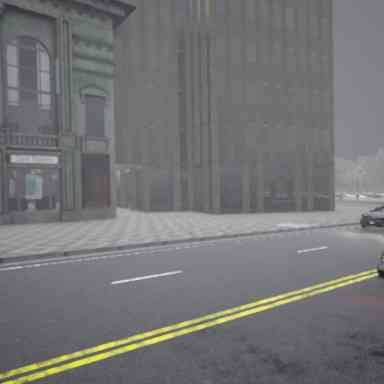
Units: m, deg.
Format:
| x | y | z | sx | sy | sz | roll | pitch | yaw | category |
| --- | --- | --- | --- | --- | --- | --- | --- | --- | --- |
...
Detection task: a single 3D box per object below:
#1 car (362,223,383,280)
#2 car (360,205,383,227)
| x | y | z | sx | sy | sz | roll | pitch | yaw | category |
| --- | --- | --- | --- | --- | --- | --- | --- | --- | --- |
| 6.667 | 1.531 | 8.249 | 5.357 | 1.411 | 2.033 | 0 | 0 | -35 | car |
| 12.356 | 1.499 | 20.558 | 5.008 | 1.535 | 1.882 | 0 | 0 | -36 | car |
